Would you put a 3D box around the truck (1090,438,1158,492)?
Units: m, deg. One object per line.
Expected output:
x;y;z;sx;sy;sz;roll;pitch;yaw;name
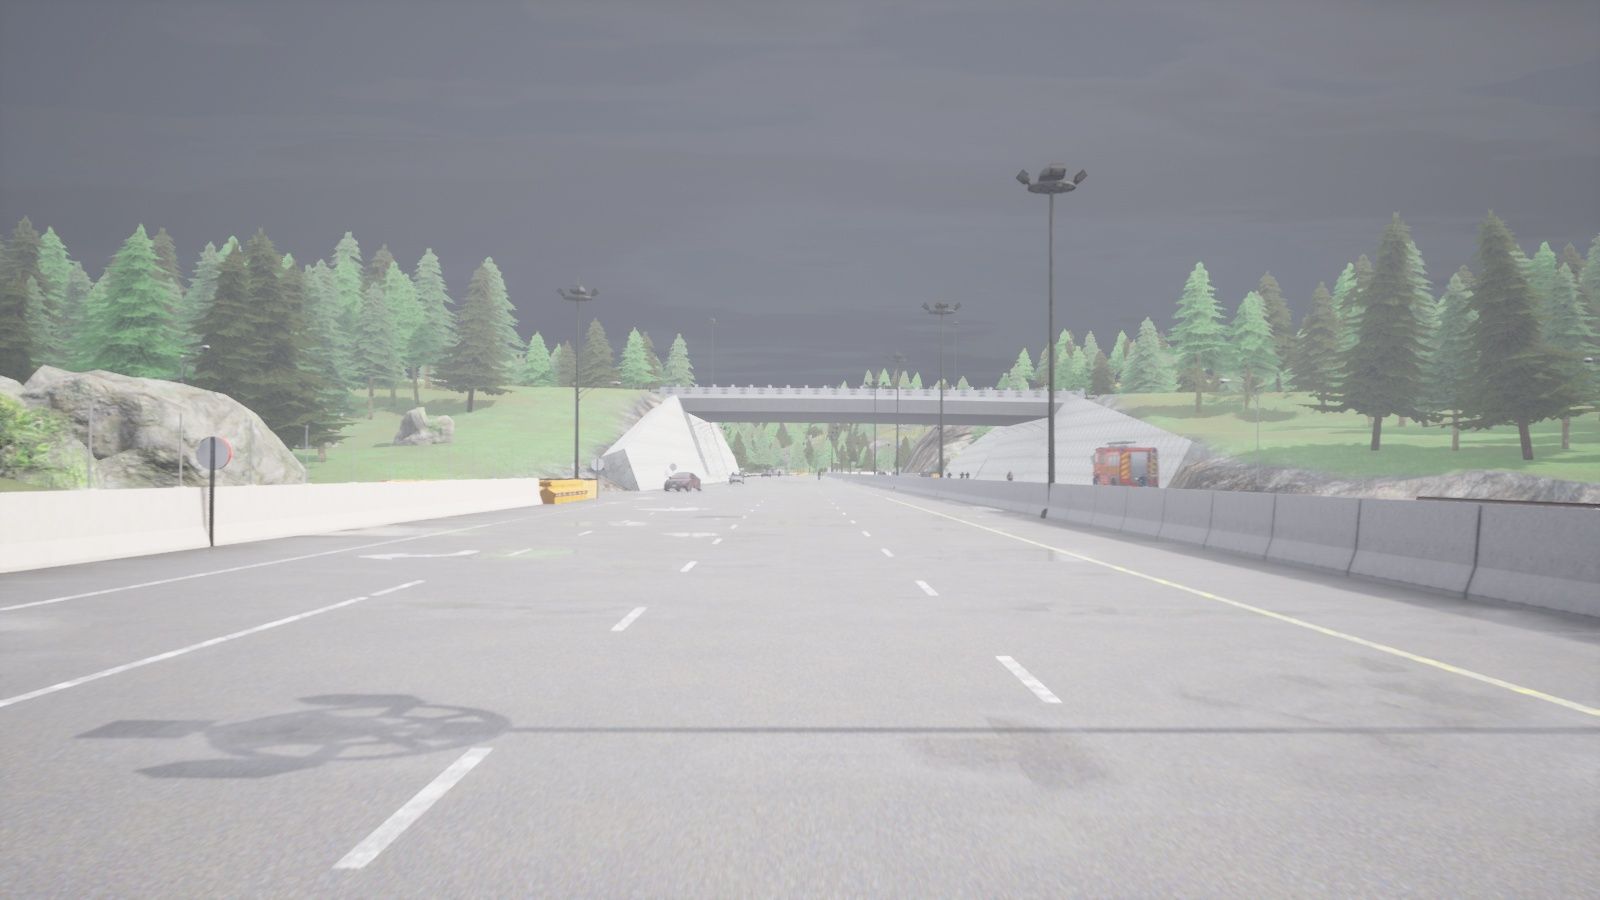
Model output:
24.266;1.134;94.463;2.891;3.827;8.468;0;-1;0;truck

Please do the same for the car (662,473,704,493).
-8.597;2.424;92.545;1.812;1.442;4.674;0;-1;12;car
